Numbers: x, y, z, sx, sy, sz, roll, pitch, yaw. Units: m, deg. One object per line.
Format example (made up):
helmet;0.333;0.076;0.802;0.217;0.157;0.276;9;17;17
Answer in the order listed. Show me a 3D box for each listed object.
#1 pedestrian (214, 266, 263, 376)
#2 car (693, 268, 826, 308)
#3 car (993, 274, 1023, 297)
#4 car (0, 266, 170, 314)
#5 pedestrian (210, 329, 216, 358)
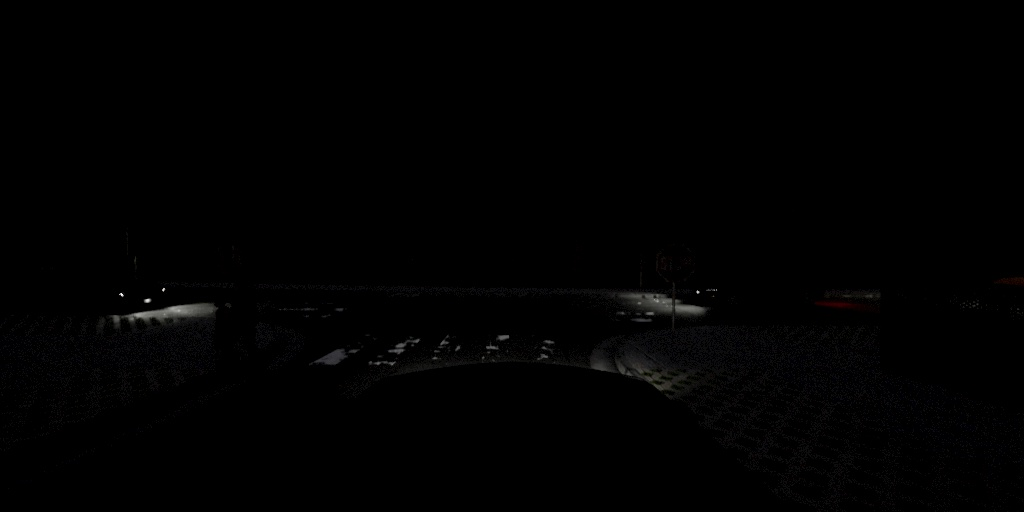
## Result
pedestrian;-4.442;1.040;5.818;0.375;1.860;0.375;-1;1;0
car;10.208;1.273;14.998;4.892;1.490;1.837;0;1;0
car;23.334;1.197;14.954;5.008;1.535;1.882;-1;1;0
car;-14.971;1.069;12.118;5.357;1.411;2.033;1;1;0
pedestrian;-5.186;0.892;6.411;0.375;1.860;0.375;-1;1;0
